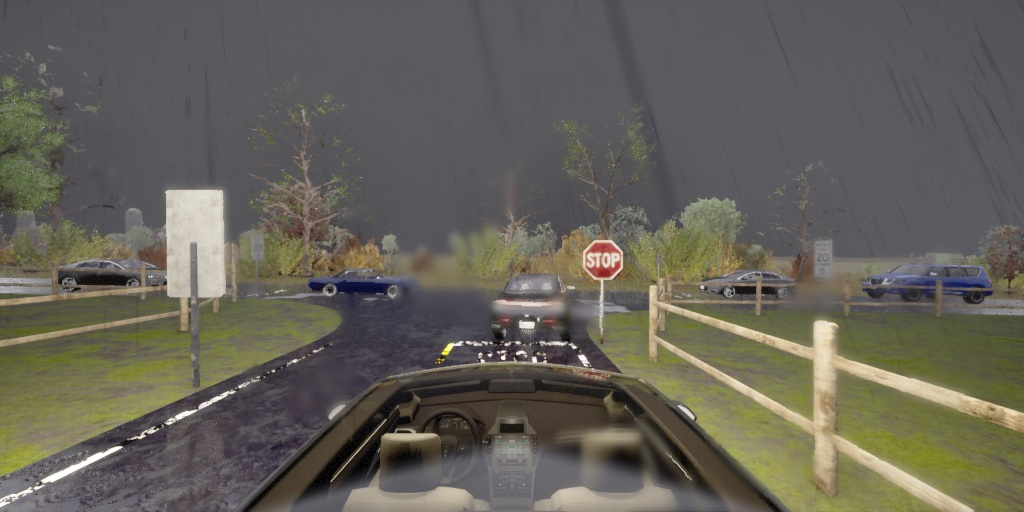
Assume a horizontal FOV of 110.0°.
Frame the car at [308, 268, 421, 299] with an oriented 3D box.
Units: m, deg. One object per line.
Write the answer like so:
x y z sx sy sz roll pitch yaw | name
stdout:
-6.815 1.249 16.969 4.718 1.301 1.895 1 1 0 | car

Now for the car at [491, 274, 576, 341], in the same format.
0.710 1.240 9.934 2.128 1.511 4.902 0 0 9 | car

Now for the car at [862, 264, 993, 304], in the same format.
22.907 1.467 19.873 5.566 2.045 2.150 1 1 0 | car

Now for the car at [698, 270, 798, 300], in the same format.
13.012 1.526 19.888 4.902 1.511 2.128 1 1 0 | car

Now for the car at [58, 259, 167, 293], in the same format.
-18.483 0.886 16.990 4.902 1.511 2.128 1 1 0 | car
